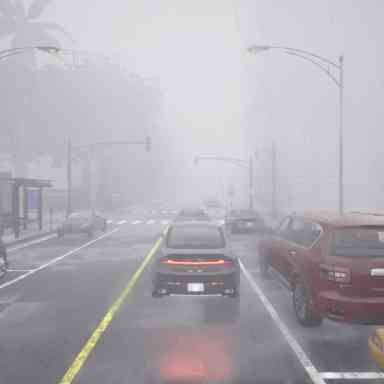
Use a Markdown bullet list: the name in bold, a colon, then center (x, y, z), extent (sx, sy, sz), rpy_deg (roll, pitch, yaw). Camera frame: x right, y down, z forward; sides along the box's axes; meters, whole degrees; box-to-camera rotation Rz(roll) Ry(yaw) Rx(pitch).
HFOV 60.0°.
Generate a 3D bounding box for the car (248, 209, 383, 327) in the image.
- **car**: center (2.765, 1.313, 6.952), extent (2.192, 1.841, 5.009), rpy_deg (0, 0, 0)

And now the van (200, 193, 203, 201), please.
- **van**: center (2.811, 1.300, 60.500), extent (1.690, 1.788, 3.998), rpy_deg (0, 0, 0)

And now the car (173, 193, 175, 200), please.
- **car**: center (-5.700, 1.252, 76.788), extent (2.192, 1.841, 5.009), rpy_deg (0, 0, 0)

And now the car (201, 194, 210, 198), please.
- **car**: center (2.807, 1.490, 55.250), extent (1.752, 1.417, 4.829), rpy_deg (0, 0, 0)

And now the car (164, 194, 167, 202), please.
- **car**: center (-5.719, 1.405, 55.107), extent (1.967, 1.590, 4.097), rpy_deg (0, 0, 0)

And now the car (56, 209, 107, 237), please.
- **car**: center (-5.750, 1.575, 17.828), extent (1.802, 1.307, 4.206), rpy_deg (0, 0, 0)

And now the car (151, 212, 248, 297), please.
- **car**: center (0.083, 1.502, 8.533), extent (1.837, 1.490, 4.892), rpy_deg (0, 0, 0)

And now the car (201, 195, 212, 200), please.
- **car**: center (2.803, 1.536, 49.660), extent (1.947, 1.339, 4.313), rpy_deg (0, 0, 0)

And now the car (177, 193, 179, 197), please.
- **car**: center (-5.686, 1.225, 93.049), extent (2.192, 1.841, 5.009), rpy_deg (0, 0, 0)

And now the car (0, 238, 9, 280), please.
- **car**: center (-5.760, 1.438, 6.975), extent (1.967, 1.590, 4.097), rpy_deg (0, 0, 0)

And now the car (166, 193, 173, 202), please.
- **car**: center (-5.704, 1.386, 71.368), extent (1.967, 1.590, 4.097), rpy_deg (0, 0, 0)

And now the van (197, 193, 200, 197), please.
- **van**: center (2.830, 1.270, 82.182), extent (1.690, 1.788, 3.998), rpy_deg (0, 0, 0)

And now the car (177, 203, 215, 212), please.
- **car**: center (0.017, 1.557, 18.561), extent (1.994, 1.385, 4.181), rpy_deg (0, 0, 0)

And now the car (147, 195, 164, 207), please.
- **car**: center (-5.723, 1.521, 49.687), extent (2.008, 1.369, 4.403), rpy_deg (0, 0, 0)

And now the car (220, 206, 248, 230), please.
- **car**: center (2.775, 1.559, 17.803), extent (1.947, 1.339, 4.313), rpy_deg (0, 0, 0)

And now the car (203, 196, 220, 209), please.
- **car**: center (2.798, 1.541, 44.239), extent (1.947, 1.339, 4.313), rpy_deg (0, 0, 0)

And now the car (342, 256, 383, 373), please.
- **car**: center (2.761, 1.525, 1.697), extent (1.752, 1.417, 4.829), rpy_deg (0, 0, 0)
